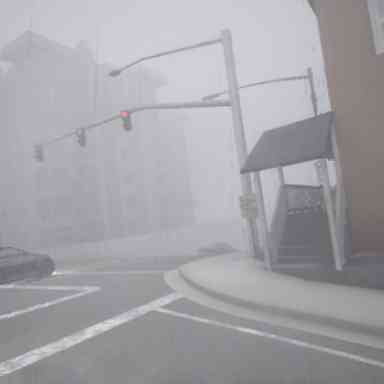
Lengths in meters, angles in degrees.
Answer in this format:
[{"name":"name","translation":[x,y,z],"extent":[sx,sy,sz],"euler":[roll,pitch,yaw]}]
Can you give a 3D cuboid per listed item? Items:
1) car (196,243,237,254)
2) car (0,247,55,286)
[{"name":"car","translation":[2.548,5.642,32.130],"extent":[2.033,1.411,5.357],"euler":[-10,-18,34]},{"name":"car","translation":[-6.863,2.681,11.860],"extent":[1.994,1.385,4.181],"euler":[-9,-5,12]}]
